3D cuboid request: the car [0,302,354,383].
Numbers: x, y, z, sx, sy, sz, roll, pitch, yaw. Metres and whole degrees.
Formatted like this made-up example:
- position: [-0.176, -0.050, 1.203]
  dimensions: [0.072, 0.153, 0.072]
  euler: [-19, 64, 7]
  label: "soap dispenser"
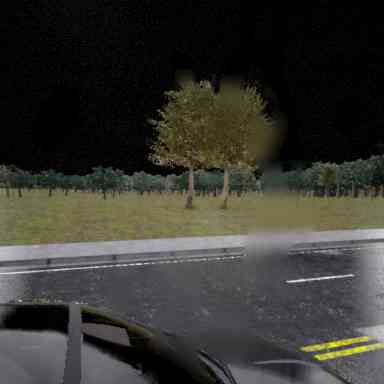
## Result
- position: [-1.008, 1.504, 1.867]
  dimensions: [4.892, 1.490, 1.837]
  euler: [0, 0, -19]
  label: "car"
